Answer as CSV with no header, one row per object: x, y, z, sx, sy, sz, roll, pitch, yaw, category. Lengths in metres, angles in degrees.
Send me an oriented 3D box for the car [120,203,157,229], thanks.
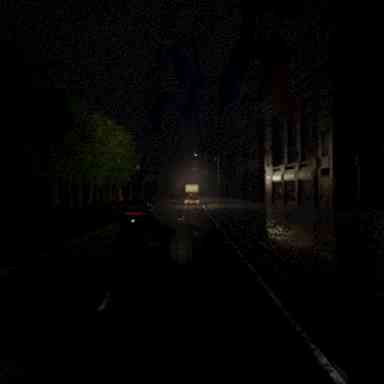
-3.401,1.465,21.635,2.128,1.511,4.902,0,0,0,car

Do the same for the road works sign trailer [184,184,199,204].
-0.005,0.397,59.735,2.380,3.560,2.880,0,0,0,road works sign trailer
